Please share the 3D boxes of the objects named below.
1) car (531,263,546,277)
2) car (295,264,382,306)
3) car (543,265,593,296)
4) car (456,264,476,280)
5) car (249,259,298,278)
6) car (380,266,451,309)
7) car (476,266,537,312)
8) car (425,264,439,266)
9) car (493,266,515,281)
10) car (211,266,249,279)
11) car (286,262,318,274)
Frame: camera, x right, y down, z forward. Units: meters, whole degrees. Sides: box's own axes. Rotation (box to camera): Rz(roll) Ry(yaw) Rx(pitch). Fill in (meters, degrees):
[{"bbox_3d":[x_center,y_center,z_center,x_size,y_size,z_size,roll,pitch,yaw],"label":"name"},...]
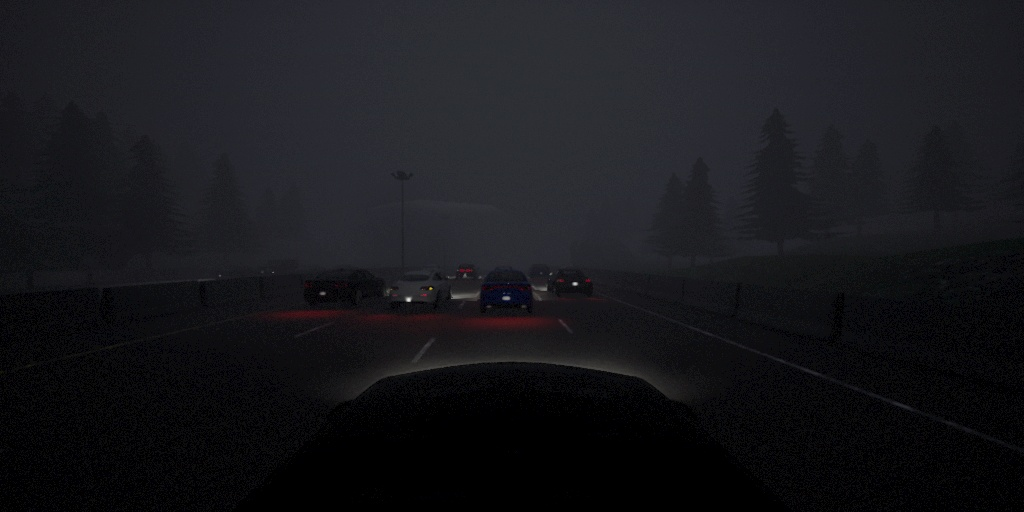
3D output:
[{"bbox_3d":[2.669,1.494,36.015,1.882,1.535,5.008,0,-1,-2],"label":"car"},{"bbox_3d":[-7.289,1.292,16.149,1.882,1.535,5.008,0,0,-1],"label":"car"},{"bbox_3d":[3.115,1.395,19.987,1.994,1.385,4.181,0,-1,-2],"label":"car"},{"bbox_3d":[-4.295,1.508,34.581,1.837,1.490,4.892,0,-1,-2],"label":"car"},{"bbox_3d":[-25.627,1.329,39.484,2.150,2.045,5.566,0,-1,-1],"label":"car"},{"bbox_3d":[-3.762,1.329,15.162,1.812,1.442,4.674,0,0,-1],"label":"car"},{"bbox_3d":[-0.244,1.273,14.468,1.882,1.535,5.008,0,0,-1],"label":"car"},{"bbox_3d":[-7.813,1.545,35.227,1.812,1.442,4.674,0,-1,-2],"label":"car"},{"bbox_3d":[-0.764,1.586,33.497,1.895,1.301,4.718,0,-1,-2],"label":"car"},{"bbox_3d":[-29.083,1.688,37.851,1.895,1.301,4.718,0,-1,-2],"label":"car"},{"bbox_3d":[-22.115,1.624,39.126,1.812,1.442,4.674,0,-1,-2],"label":"car"}]
